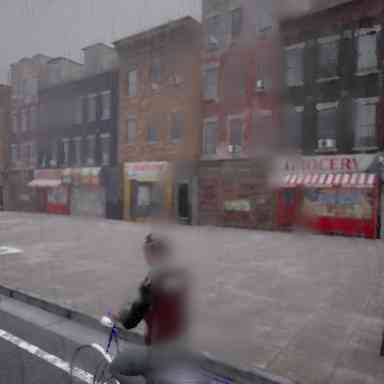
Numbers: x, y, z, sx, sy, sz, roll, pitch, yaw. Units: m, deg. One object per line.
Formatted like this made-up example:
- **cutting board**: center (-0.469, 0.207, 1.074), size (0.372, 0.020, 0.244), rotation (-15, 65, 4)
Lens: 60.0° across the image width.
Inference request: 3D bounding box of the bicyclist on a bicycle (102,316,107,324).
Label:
- **bicyclist on a bicycle**: center (-0.424, 1.201, 2.635), size (1.843, 1.776, 0.659), rotation (0, 0, 35)
